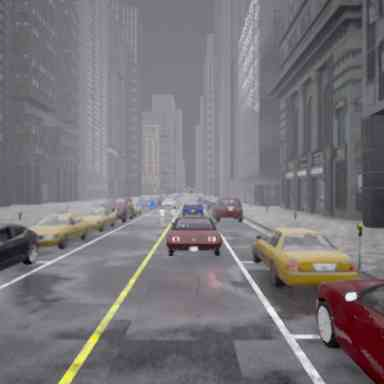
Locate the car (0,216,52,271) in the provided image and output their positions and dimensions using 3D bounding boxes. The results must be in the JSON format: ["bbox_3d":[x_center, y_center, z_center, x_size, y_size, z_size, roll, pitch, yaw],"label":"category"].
[{"bbox_3d":[-5.768,1.569,9.048,1.947,1.339,4.313,0,0,0],"label":"car"}]

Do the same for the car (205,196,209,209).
[{"bbox_3d":[2.746,1.577,42.902,2.008,1.369,4.403,0,0,0],"label":"car"}]

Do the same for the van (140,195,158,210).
[{"bbox_3d":[-5.780,1.367,42.893,1.690,1.788,3.998,0,0,0],"label":"van"}]

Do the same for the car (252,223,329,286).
[{"bbox_3d":[2.757,1.529,9.229,1.752,1.417,4.829,0,0,0],"label":"car"}]

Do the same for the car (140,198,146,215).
[{"bbox_3d":[-5.775,1.541,31.441,1.752,1.417,4.829,0,0,0],"label":"car"}]

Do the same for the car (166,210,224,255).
[{"bbox_3d":[0.079,1.606,13.311,1.895,1.301,4.718,0,0,0],"label":"car"}]

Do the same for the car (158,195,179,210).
[{"bbox_3d":[-3.104,1.553,44.482,1.812,1.442,4.674,0,0,0],"label":"car"}]

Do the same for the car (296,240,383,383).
[{"bbox_3d":[2.759,1.546,3.419,1.887,1.381,4.507,0,0,0],"label":"car"}]

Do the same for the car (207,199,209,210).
[{"bbox_3d":[2.750,1.567,31.621,2.008,1.369,4.403,0,0,0],"label":"car"}]

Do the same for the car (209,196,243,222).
[{"bbox_3d":[2.751,1.327,25.981,2.192,1.841,5.009,0,0,0],"label":"car"}]

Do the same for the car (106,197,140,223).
[{"bbox_3d":[-5.774,1.327,25.971,2.192,1.841,5.009,0,0,0],"label":"car"}]

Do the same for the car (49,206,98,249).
[{"bbox_3d":[-5.770,1.531,14.519,1.752,1.417,4.829,0,0,0],"label":"car"}]

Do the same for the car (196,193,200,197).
[{"bbox_3d":[2.328,1.591,73.490,1.812,1.442,4.674,0,0,0],"label":"car"}]

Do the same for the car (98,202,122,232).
[{"bbox_3d":[-5.771,1.533,20.160,1.752,1.417,4.829,0,0,0],"label":"car"}]

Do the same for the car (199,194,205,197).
[{"bbox_3d":[2.740,1.487,59.823,1.967,1.590,4.097,0,0,0],"label":"car"}]

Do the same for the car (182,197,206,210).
[{"bbox_3d":[0.079,1.493,31.510,1.882,1.535,5.008,0,0,0],"label":"car"}]

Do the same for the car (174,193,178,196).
[{"bbox_3d":[-5.796,1.642,93.659,2.008,1.369,4.403,0,0,0],"label":"car"}]
